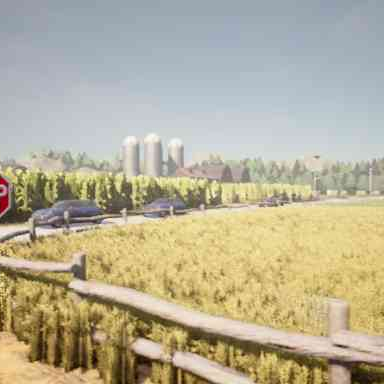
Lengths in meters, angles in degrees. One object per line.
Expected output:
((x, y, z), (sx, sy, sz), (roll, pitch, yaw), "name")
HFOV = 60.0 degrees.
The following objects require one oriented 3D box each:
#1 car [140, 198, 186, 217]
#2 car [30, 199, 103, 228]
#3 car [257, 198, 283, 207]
((-2.512, 1.309, 29.791), (2.097, 1.767, 4.553), (0, 0, 36), "car")
((-8.151, 1.309, 21.854), (2.097, 1.767, 4.553), (0, 0, 35), "car")
((9.818, 1.456, 41.496), (2.128, 1.511, 4.902), (0, 0, 35), "car")
